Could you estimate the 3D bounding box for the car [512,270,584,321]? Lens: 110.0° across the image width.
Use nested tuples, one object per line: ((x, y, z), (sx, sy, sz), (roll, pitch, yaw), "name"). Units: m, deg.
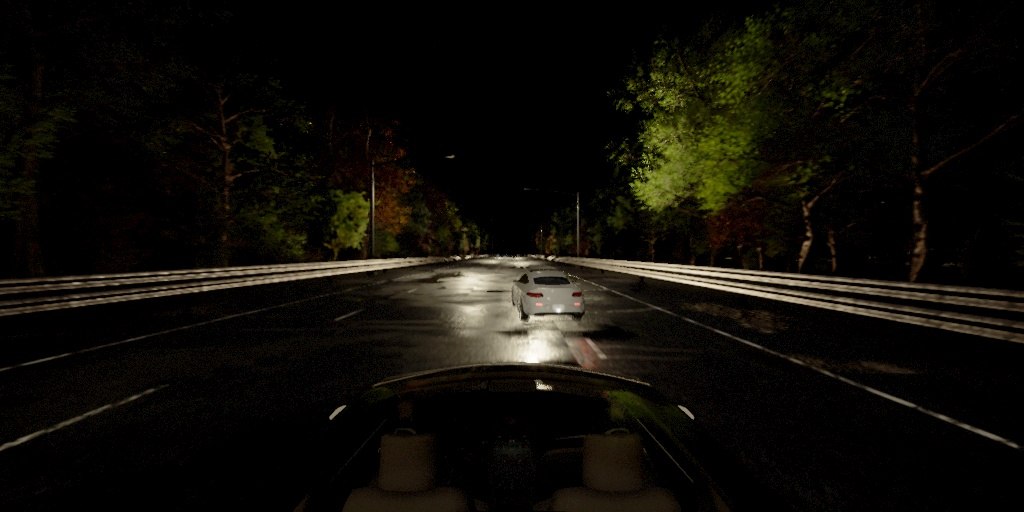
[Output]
((1.044, 1.188, 11.900), (1.812, 1.442, 4.674), (0, 0, -5), "car")
